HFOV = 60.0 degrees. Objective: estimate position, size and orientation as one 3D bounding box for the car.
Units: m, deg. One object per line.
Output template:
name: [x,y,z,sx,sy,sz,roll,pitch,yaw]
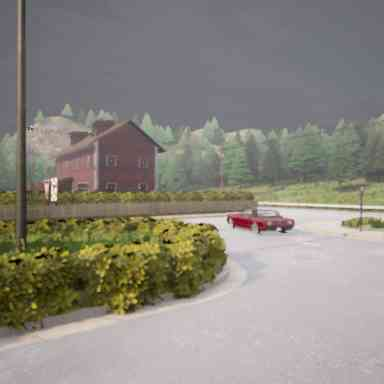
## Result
car: [3.746,1.620,19.193,1.895,1.301,4.718,0,0,-19]
